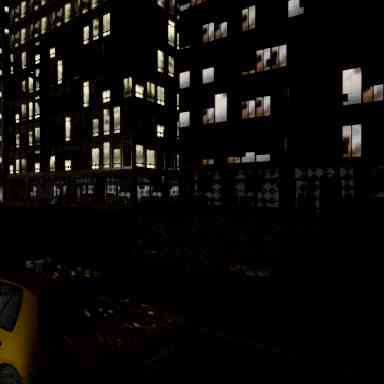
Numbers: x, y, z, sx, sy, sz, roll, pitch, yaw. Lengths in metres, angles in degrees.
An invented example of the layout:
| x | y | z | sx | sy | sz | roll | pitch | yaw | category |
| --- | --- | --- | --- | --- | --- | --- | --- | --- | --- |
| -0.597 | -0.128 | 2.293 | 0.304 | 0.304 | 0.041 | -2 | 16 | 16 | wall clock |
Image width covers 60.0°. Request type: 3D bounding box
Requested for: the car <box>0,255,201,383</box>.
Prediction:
| x | y | z | sx | sy | sz | roll | pitch | yaw | category |
| --- | --- | --- | --- | --- | --- | --- | --- | --- | --- |
| -2.189 | 1.525 | 4.432 | 4.829 | 1.417 | 1.752 | 0 | 0 | 36 | car |
